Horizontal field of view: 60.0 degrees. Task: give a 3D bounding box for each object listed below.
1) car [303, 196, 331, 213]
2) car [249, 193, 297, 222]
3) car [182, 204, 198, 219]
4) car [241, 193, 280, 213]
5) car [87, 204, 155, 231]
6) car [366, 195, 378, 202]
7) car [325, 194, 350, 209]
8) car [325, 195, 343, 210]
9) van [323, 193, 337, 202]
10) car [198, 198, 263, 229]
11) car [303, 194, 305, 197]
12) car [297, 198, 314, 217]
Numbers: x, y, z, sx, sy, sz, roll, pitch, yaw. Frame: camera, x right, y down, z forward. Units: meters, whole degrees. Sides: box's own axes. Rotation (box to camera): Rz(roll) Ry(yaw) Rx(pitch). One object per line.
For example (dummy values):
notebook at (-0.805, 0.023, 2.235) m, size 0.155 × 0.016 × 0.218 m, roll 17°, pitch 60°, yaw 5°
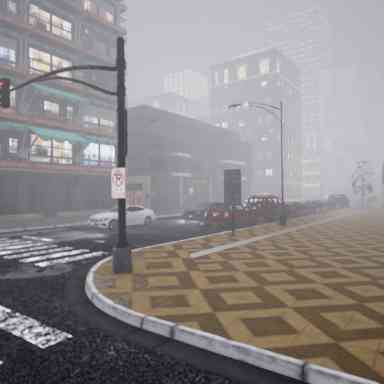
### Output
car at (12.425, 1.421, 34.254) m, size 1.887 × 1.381 × 4.507 m, roll -1°, pitch 0°, yaw 36°
car at (5.798, 1.215, 25.241) m, size 2.192 × 1.841 × 5.009 m, roll -1°, pitch 0°, yaw 36°
car at (1.446, 1.515, 28.457) m, size 2.033 × 1.411 × 5.357 m, roll -1°, pitch 0°, yaw 36°
car at (7.692, 1.166, 36.951) m, size 2.150 × 2.045 × 5.566 m, roll -1°, pitch 0°, yaw 36°
car at (-4.256, 1.513, 20.705) m, size 1.812 × 1.442 × 4.674 m, roll -1°, pitch 0°, yaw 36°
car at (35.613, 1.333, 65.800) m, size 1.887 × 1.381 × 4.507 m, roll -1°, pitch 0°, yaw 36°
car at (19.048, 1.167, 43.268) m, size 2.192 × 1.841 × 5.009 m, roll -1°, pitch 0°, yaw 36°
car at (15.738, 1.415, 38.760) m, size 2.008 × 1.369 × 4.403 m, roll -1°, pitch 0°, yaw 36°
van at (29.262, 1.228, 70.467) m, size 1.690 × 1.788 × 3.998 m, roll -1°, pitch 0°, yaw 36°
car at (2.487, 1.352, 20.734) m, size 1.967 × 1.590 × 4.097 m, roll -1°, pitch 0°, yaw 36°
car at (22.538, 1.438, 61.317) m, size 1.752 × 1.417 × 4.829 m, roll -1°, pitch 0°, yaw 36°
car at (9.113, 1.470, 29.747) m, size 1.802 × 1.307 × 4.206 m, roll -1°, pitch 0°, yaw 36°
